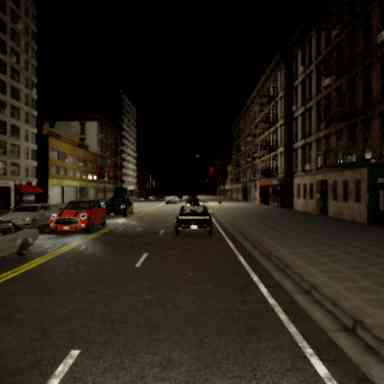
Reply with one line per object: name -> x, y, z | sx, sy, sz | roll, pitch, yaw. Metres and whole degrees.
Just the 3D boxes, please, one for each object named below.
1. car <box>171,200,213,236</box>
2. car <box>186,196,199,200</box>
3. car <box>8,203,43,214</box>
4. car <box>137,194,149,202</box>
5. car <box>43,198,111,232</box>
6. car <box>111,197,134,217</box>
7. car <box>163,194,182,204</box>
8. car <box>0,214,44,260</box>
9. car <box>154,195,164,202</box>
car -> 0.094, 1.411, 18.000 | 2.128, 1.511, 4.902 | 0, 0, 0
car -> 0.089, 1.308, 46.898 | 1.812, 1.442, 4.674 | 0, 0, 0
car -> -9.755, 1.436, 20.289 | 1.812, 1.442, 4.674 | 0, 0, 0
car -> -9.772, 1.221, 67.129 | 1.812, 1.442, 4.674 | 0, 0, 0
car -> -6.515, 1.266, 19.481 | 2.097, 1.767, 4.553 | 0, 0, 0
car -> -6.507, 1.219, 29.443 | 2.097, 1.767, 4.553 | 0, 0, 0
car -> -3.164, 1.348, 54.733 | 1.895, 1.301, 4.718 | 0, 0, 0
car -> -6.580, 1.558, 10.031 | 1.895, 1.301, 4.718 | 0, 0, 0
car -> -6.522, 1.258, 67.132 | 1.994, 1.385, 4.181 | 0, 0, 0
